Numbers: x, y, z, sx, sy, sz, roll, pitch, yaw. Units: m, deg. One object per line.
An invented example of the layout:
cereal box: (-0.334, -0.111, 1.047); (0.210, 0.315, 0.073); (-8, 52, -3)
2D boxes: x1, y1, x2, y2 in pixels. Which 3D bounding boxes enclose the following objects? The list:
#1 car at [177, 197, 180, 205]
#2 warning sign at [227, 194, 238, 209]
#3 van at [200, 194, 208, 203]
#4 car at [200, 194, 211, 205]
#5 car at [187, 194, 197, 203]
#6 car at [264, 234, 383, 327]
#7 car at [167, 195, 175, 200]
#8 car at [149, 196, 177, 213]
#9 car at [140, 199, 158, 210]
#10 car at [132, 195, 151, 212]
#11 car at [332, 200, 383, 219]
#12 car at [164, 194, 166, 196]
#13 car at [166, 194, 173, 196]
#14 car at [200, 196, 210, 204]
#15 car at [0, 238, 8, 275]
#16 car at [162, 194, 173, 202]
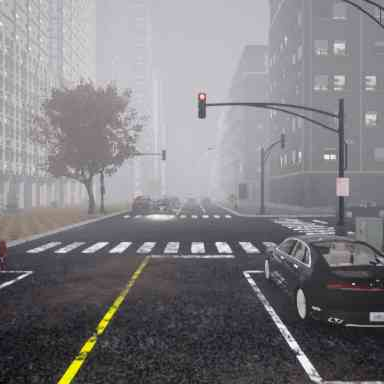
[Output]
car: (-3.160, 1.629, 47.491); (1.895, 1.301, 4.718); (0, 0, 0)
warning sign: (5.015, 1.137, 41.463); (1.300, 1.860, 1.060); (0, 0, 0)
van: (2.595, 1.400, 72.472); (1.690, 1.788, 3.998); (0, 0, 0)
car: (2.610, 1.609, 61.425); (1.947, 1.339, 4.313); (0, 0, 0)
car: (-0.089, 1.600, 68.653); (2.033, 1.411, 5.357); (0, 0, 0)
car: (2.679, 1.551, 6.946); (2.008, 1.369, 4.403); (0, 0, 0)
car: (-5.814, 1.651, 94.552); (2.008, 1.369, 4.403); (0, 0, 0)
car: (-3.147, 1.509, 37.139); (2.128, 1.511, 4.902); (0, 0, 0)
car: (-5.750, 1.591, 44.847); (1.947, 1.339, 4.313); (0, 0, 0)
car: (-5.743, 1.335, 39.324); (2.192, 1.841, 5.009); (0, 0, 0)
car: (13.391, 1.349, 26.366); (4.403, 1.369, 2.008); (-1, 1, -1)
car: (-5.785, 1.625, 72.461); (1.947, 1.339, 4.313); (0, 0, 0)
car: (-3.149, 1.518, 59.535); (1.882, 1.535, 5.008); (0, 0, 0)
car: (2.602, 1.576, 67.118); (1.752, 1.417, 4.829); (0, 0, 0)
car: (-5.701, 1.545, 6.936); (1.887, 1.381, 4.507); (0, 0, 0)
car: (-5.793, 1.383, 77.983); (2.192, 1.841, 5.009); (0, 0, 0)
